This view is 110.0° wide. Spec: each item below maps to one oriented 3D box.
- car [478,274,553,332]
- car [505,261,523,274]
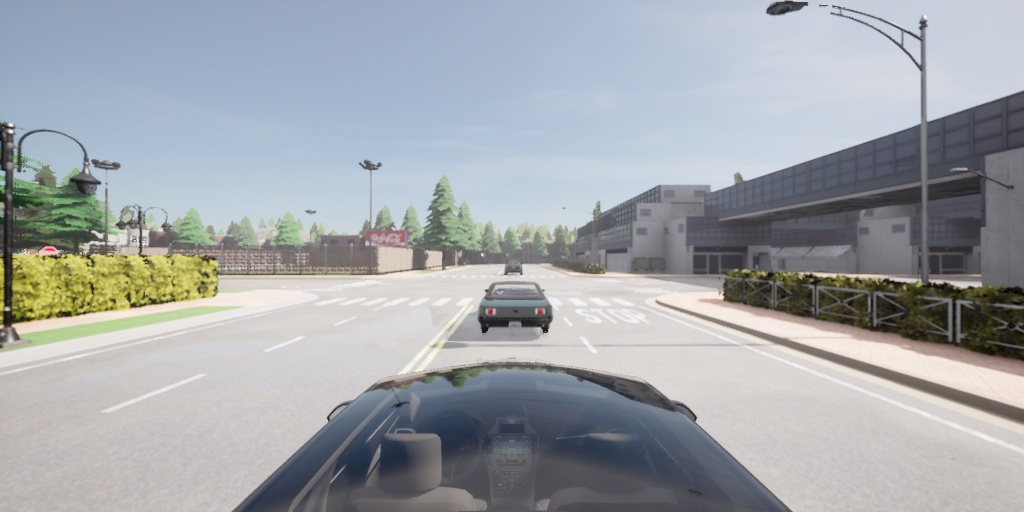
[{"bbox_3d":[0.085,1.402,10.990,1.895,1.301,4.718,0,0,0],"label":"car"},{"bbox_3d":[0.213,1.328,42.735,2.097,1.767,4.553,0,0,0],"label":"car"}]
